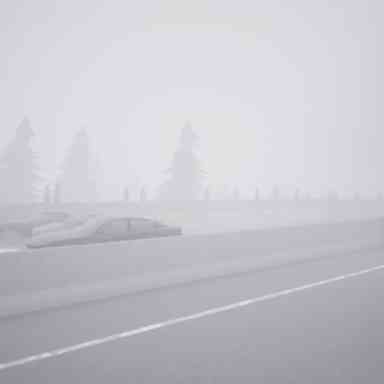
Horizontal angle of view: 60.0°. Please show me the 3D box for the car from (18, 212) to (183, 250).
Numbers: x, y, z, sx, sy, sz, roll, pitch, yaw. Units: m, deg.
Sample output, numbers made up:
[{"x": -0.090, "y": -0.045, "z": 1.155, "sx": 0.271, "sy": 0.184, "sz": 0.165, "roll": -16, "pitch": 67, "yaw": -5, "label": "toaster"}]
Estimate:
[{"x": -2.599, "y": 1.490, "z": 10.736, "sx": 5.008, "sy": 1.535, "sz": 1.882, "roll": 0, "pitch": 0, "yaw": -35, "label": "car"}]

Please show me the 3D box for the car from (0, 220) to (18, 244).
[{"x": -7.192, "y": 1.610, "z": 16.058, "sx": 4.718, "sy": 1.301, "sz": 1.895, "roll": 0, "pitch": 0, "yaw": -35, "label": "car"}]
